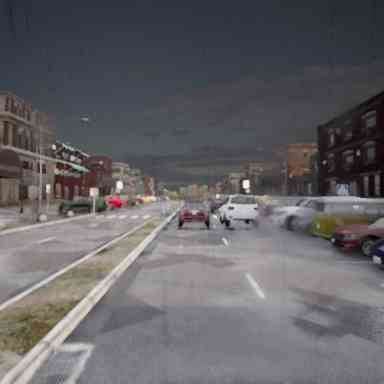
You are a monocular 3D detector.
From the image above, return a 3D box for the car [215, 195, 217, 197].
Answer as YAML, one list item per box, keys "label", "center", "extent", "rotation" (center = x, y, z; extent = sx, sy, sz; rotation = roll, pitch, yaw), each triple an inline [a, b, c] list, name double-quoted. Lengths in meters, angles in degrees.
- label: "car"
  center: [7.743, 1.745, 70.085]
  extent: [4.553, 1.767, 2.185]
  rotation: [0, 0, 0]

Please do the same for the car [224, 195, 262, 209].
- label: "car"
  center: [7.709, 1.547, 50.778]
  extent: [5.566, 2.045, 2.435]
  rotation: [0, 0, 0]

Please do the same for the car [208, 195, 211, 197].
- label: "car"
  center: [7.777, 1.686, 86.624]
  extent: [5.566, 2.045, 2.435]
  rotation: [0, -1, 0]

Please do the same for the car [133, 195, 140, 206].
- label: "car"
  center: [-12.722, 1.588, 59.240]
  extent: [5.566, 2.045, 2.435]
  rotation: [0, 0, 0]

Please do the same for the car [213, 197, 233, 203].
- label: "car"
  center: [7.794, 1.913, 83.864]
  extent: [5.008, 1.535, 2.097]
  rotation: [0, -1, 0]

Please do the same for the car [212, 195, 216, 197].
- label: "car"
  center: [7.751, 1.624, 72.843]
  extent: [5.566, 2.045, 2.435]
  rotation: [0, 0, 0]

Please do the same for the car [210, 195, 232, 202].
- label: "car"
  center: [7.782, 1.713, 89.377]
  extent: [5.566, 2.045, 2.435]
  rotation: [0, -1, 0]

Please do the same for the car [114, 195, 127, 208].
- label: "car"
  center: [-12.838, 1.533, 48.005]
  extent: [5.566, 2.045, 2.435]
  rotation: [0, 0, 0]

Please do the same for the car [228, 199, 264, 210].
- label: "car"
  center: [7.703, 1.812, 48.019]
  extent: [4.792, 1.488, 2.163]
  rotation: [0, 0, 0]

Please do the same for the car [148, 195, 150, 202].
- label: "car"
  center: [-12.693, 1.875, 75.921]
  extent: [5.008, 1.535, 2.097]
  rotation: [0, 0, 0]

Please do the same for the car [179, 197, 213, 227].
- label: "car"
  center: [0.144, 1.430, 24.002]
  extent: [2.097, 1.767, 4.553]
  rotation: [0, -1, 0]

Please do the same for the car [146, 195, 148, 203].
- label: "car"
  center: [-12.705, 1.872, 73.017]
  extent: [4.892, 1.521, 2.231]
  rotation: [0, 0, 0]

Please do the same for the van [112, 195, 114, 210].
- label: "van"
  center: [-12.729, 1.519, 42.445]
  extent: [4.442, 1.987, 1.878]
  rotation: [0, 0, 0]

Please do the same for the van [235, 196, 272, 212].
- label: "van"
  center: [7.838, 1.518, 42.502]
  extent: [4.442, 1.987, 1.878]
  rotation: [0, 0, 0]

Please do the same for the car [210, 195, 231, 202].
- label: "car"
  center: [7.787, 1.751, 92.134]
  extent: [5.566, 2.045, 2.435]
  rotation: [0, -1, 0]

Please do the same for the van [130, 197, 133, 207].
- label: "van"
  center: [-12.881, 1.602, 56.342]
  extent: [4.442, 1.987, 1.878]
  rotation: [0, 0, 0]

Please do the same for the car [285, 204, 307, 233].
- label: "car"
  center: [7.677, 1.560, 17.686]
  extent: [4.674, 1.452, 2.002]
  rotation: [0, 0, 0]

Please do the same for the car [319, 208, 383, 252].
- label: "car"
  center: [7.670, 1.491, 12.174]
  extent: [5.008, 1.535, 2.097]
  rotation: [0, 0, 0]

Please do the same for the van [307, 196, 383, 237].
- label: "van"
  center: [7.784, 1.277, 14.810]
  extent: [4.442, 1.987, 1.878]
  rotation: [0, 0, 0]

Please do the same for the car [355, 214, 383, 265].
- label: "car"
  center: [7.629, 1.512, 9.419]
  extent: [4.792, 1.488, 2.163]
  rotation: [0, 0, 0]

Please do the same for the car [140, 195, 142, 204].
- label: "car"
  center: [-12.556, 1.846, 62.022]
  extent: [5.366, 1.575, 1.946]
  rotation: [0, 0, 0]

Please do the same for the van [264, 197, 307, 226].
- label: "van"
  center: [7.573, 1.364, 25.958]
  extent: [4.442, 1.987, 1.878]
  rotation: [0, -1, 0]

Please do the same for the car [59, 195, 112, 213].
- label: "car"
  center: [-12.893, 1.472, 39.669]
  extent: [5.566, 2.045, 2.435]
  rotation: [0, 0, 0]

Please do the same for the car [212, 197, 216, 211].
- label: "car"
  center: [3.178, 1.757, 41.030]
  extent: [1.837, 1.490, 4.892]
  rotation: [0, -1, 0]

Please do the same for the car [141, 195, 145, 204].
- label: "car"
  center: [-12.715, 1.862, 67.458]
  extent: [5.008, 1.535, 2.097]
  rotation: [0, 0, 0]

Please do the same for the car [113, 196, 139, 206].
- label: "car"
  center: [-12.762, 1.730, 64.680]
  extent: [4.553, 1.767, 2.185]
  rotation: [0, 0, 0]

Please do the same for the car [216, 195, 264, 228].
- label: "car"
  center: [3.192, 1.284, 23.154]
  extent: [2.150, 2.045, 5.566]
  rotation: [1, -2, 0]

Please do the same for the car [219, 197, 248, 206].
- label: "car"
  center: [7.949, 1.854, 64.568]
  extent: [5.366, 1.575, 1.946]
  rotation: [0, 0, 0]

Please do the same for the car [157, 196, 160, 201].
- label: "car"
  center: [-12.597, 1.746, 92.461]
  extent: [5.566, 2.045, 2.435]
  rotation: [0, -1, 0]

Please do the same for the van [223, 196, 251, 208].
- label: "van"
  center: [7.631, 1.601, 56.295]
  extent: [4.442, 1.987, 1.878]
  rotation: [0, 0, 0]

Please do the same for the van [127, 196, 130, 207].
- label: "van"
  center: [-12.896, 1.590, 53.688]
  extent: [4.442, 1.987, 1.878]
  rotation: [0, 0, 0]

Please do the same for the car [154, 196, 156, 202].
- label: "car"
  center: [-12.644, 1.969, 86.905]
  extent: [4.674, 1.452, 2.002]
  rotation: [0, 0, 0]

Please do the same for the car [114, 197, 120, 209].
- label: "car"
  center: [-12.799, 1.796, 45.350]
  extent: [4.792, 1.488, 2.163]
  rotation: [0, 0, 0]

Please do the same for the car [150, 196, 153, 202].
- label: "car"
  center: [-12.852, 1.888, 81.478]
  extent: [5.366, 1.575, 1.946]
  rotation: [0, 0, 0]
